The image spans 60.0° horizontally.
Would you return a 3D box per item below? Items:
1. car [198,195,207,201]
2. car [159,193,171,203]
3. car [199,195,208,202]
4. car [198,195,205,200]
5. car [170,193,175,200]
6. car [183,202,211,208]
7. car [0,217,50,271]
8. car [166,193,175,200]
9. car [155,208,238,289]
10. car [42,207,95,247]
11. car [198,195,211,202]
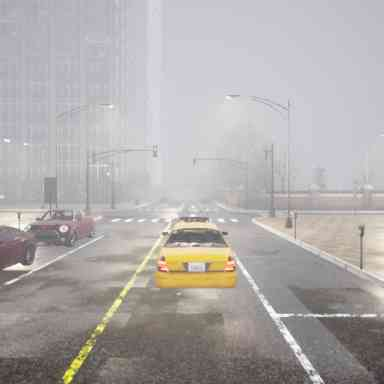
[{"bbox_3d":[2.596,1.448,80.326,2.008,1.369,4.403,0,0,0],"label":"car"},{"bbox_3d":[-5.917,1.485,69.140,1.947,1.339,4.313,0,0,0],"label":"car"},{"bbox_3d":[2.602,1.454,74.766,1.887,1.381,4.507,0,0,0],"label":"car"},{"bbox_3d":[2.583,1.411,91.448,1.887,1.381,4.507,0,0,0],"label":"car"},{"bbox_3d":[-5.936,1.324,85.823,1.967,1.590,4.097,0,0,0],"label":"car"},{"bbox_3d":[0.093,1.535,19.390,2.033,1.411,5.357,0,0,0],"label":"car"},{"bbox_3d":[-5.701,1.579,8.924,1.802,1.307,4.206,0,0,0],"label":"car"},{"bbox_3d":[-5.942,1.181,91.382,2.192,1.841,5.009,0,0,0],"label":"car"},{"bbox_3d":[0.088,1.454,9.127,1.801,1.575,5.366,0,0,0],"label":"car"},{"bbox_3d":[-5.708,1.433,14.617,1.967,1.590,4.097,0,0,0],"label":"car"},{"bbox_3d":[2.676,1.492,63.651,1.947,1.339,4.313,0,0,0],"label":"car"}]
